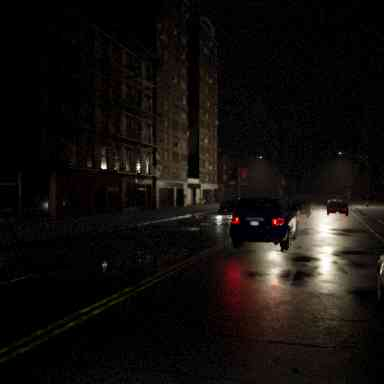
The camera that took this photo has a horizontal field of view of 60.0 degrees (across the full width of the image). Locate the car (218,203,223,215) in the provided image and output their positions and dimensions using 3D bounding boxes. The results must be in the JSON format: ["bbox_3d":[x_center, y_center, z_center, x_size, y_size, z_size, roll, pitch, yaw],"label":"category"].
[{"bbox_3d":[4.093,1.497,34.081,1.837,1.490,4.892,0,0,22],"label":"car"}]

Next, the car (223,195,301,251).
[{"bbox_3d":[3.291,1.220,14.475,2.150,2.045,5.566,0,0,22],"label":"car"}]

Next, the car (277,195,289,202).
[{"bbox_3d":[19.849,1.362,72.321,1.837,1.490,4.892,0,0,22],"label":"car"}]

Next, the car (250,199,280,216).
[{"bbox_3d":[7.468,1.483,33.747,2.128,1.511,4.902,0,0,22],"label":"car"}]

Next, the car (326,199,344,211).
[{"bbox_3d":[17.808,1.589,41.477,1.895,1.301,4.718,0,0,23],"label":"car"}]

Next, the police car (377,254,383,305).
[{"bbox_3d":[4.045,1.425,4.954,1.930,1.638,5.238,0,0,22],"label":"police car"}]

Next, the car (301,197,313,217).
[{"bbox_3d":[10.230,1.496,31.386,1.837,1.490,4.892,0,0,22],"label":"car"}]

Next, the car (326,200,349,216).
[{"bbox_3d":[14.057,1.592,32.226,1.895,1.301,4.718,0,0,23],"label":"car"}]

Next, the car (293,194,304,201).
[{"bbox_3d":[22.879,1.190,71.143,1.895,1.301,4.718,0,0,22],"label":"car"}]
